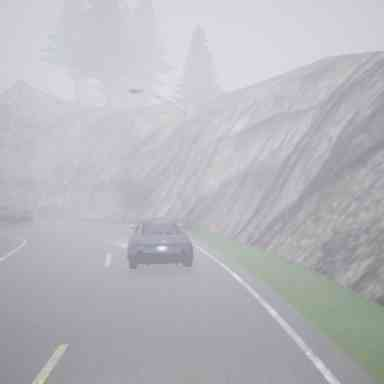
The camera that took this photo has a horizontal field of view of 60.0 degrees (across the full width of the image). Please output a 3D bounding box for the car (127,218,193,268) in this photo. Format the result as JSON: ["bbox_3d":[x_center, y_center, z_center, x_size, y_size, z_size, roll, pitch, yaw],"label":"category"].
[{"bbox_3d":[-1.198,1.576,11.472,1.994,1.385,4.181,0,0,-10],"label":"car"}]

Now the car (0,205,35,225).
[{"bbox_3d":[-13.468,1.591,23.585,4.181,1.385,1.994,0,0,4],"label":"car"}]

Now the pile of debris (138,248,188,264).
[{"bbox_3d":[-1.059,2.188,11.426,1.500,0.140,1.860,0,0,-12],"label":"pile of debris"}]
